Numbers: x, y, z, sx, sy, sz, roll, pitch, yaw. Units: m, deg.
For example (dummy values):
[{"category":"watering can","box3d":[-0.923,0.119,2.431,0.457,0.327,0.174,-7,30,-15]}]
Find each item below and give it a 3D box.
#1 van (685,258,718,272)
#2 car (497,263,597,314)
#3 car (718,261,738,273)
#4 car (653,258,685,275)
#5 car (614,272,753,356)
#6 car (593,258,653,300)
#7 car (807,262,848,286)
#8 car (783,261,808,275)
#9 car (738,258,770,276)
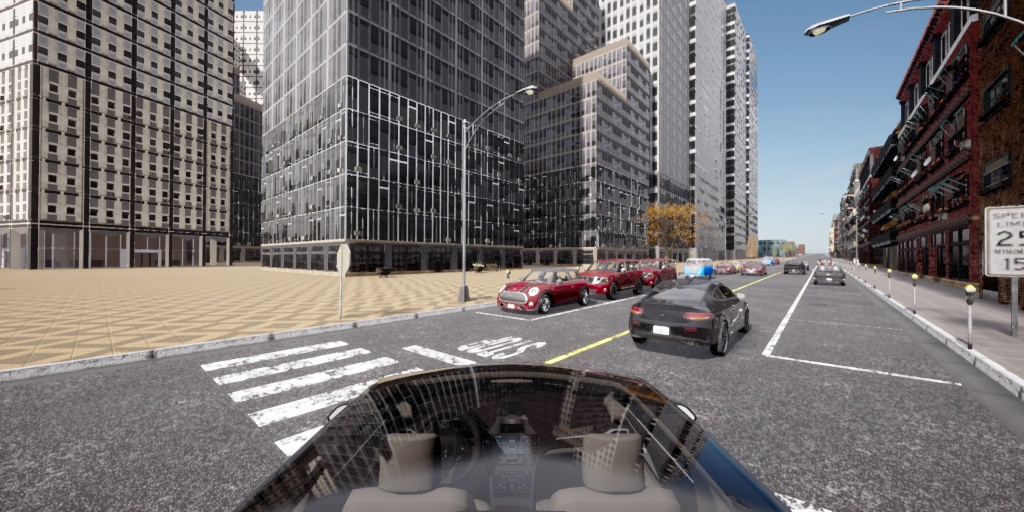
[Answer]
[{"category":"van","box3d":[16.068,1.095,30.844,1.690,1.789,3.998,0,0,41]},{"category":"car","box3d":[1.273,1.193,13.778,1.967,1.591,4.097,0,0,41]},{"category":"car","box3d":[23.466,1.330,39.377,1.802,1.307,4.207,0,0,41]},{"category":"car","box3d":[8.670,1.070,22.311,2.192,1.841,5.009,0,0,41]},{"category":"car","box3d":[4.405,1.278,8.705,1.812,1.442,4.674,0,0,41]},{"category":"car","box3d":[4.971,1.069,18.044,2.192,1.841,5.009,0,0,41]},{"category":"car","box3d":[22.413,1.303,25.369,2.007,1.370,4.403,0,0,41]},{"category":"car","box3d":[31.163,1.249,39.437,1.837,1.490,4.892,0,0,41]},{"category":"car","box3d":[25.197,1.274,37.268,1.812,1.442,4.674,0,0,41]}]
